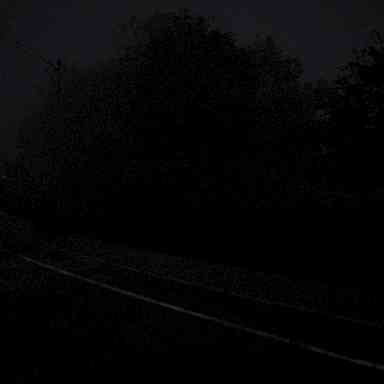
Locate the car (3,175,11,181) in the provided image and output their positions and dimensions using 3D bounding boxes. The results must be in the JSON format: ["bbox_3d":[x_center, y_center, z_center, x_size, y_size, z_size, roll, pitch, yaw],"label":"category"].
[{"bbox_3d":[-43.771,-3.510,79.662,2.128,1.511,4.902,0,3,-6],"label":"car"}]

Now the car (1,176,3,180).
[{"bbox_3d":[-42.013,-2.868,69.544,1.812,1.442,4.674,0,3,-11],"label":"car"}]
